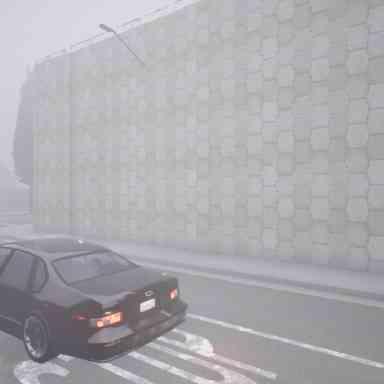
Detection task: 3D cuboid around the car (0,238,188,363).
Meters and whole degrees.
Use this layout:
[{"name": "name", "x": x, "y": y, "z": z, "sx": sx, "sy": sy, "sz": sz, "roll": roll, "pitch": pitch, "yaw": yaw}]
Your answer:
[{"name": "car", "x": -2.638, "y": 1.547, "z": 5.859, "sx": 5.357, "sy": 1.411, "sz": 2.033, "roll": 0, "pitch": 0, "yaw": 35}]
